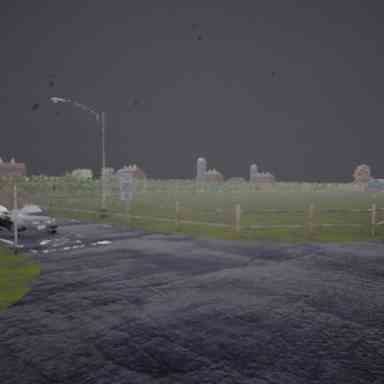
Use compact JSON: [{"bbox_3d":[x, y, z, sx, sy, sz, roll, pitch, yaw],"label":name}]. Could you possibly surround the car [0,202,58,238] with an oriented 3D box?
[{"bbox_3d":[-8.191,1.231,16.022,4.674,1.442,1.812,1,2,44],"label":"car"}]
